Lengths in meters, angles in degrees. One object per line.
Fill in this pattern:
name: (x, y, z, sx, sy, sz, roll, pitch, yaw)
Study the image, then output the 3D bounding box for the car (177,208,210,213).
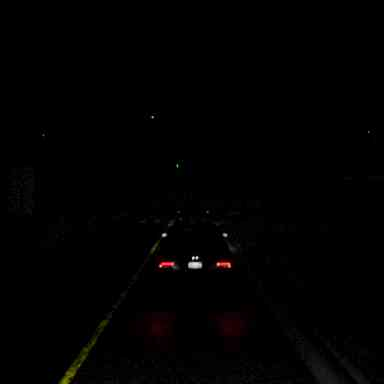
car: (0.079, 1.606, 19.720, 1.994, 1.385, 4.181, 0, 0, 1)

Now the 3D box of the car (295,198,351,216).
car: (11.606, 1.507, 30.205, 4.313, 1.339, 1.947, -1, 1, 0)

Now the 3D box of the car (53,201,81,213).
car: (-15.548, 1.700, 38.713, 4.829, 1.417, 1.752, -1, 1, 0)

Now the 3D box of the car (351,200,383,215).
car: (16.984, 1.430, 30.208, 4.403, 1.369, 2.008, -1, 1, 0)

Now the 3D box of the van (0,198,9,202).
van: (-21.060, 1.571, 38.706, 3.998, 1.788, 1.690, -1, 1, 0)

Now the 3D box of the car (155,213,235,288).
car: (0.075, 1.570, 9.412, 2.033, 1.411, 5.357, 0, 0, 0)

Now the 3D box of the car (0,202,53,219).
car: (-15.363, 1.817, 30.189, 4.206, 1.307, 1.802, -1, 1, 0)

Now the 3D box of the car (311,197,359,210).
car: (16.633, 1.346, 38.733, 4.829, 1.417, 1.752, -1, 1, 0)
